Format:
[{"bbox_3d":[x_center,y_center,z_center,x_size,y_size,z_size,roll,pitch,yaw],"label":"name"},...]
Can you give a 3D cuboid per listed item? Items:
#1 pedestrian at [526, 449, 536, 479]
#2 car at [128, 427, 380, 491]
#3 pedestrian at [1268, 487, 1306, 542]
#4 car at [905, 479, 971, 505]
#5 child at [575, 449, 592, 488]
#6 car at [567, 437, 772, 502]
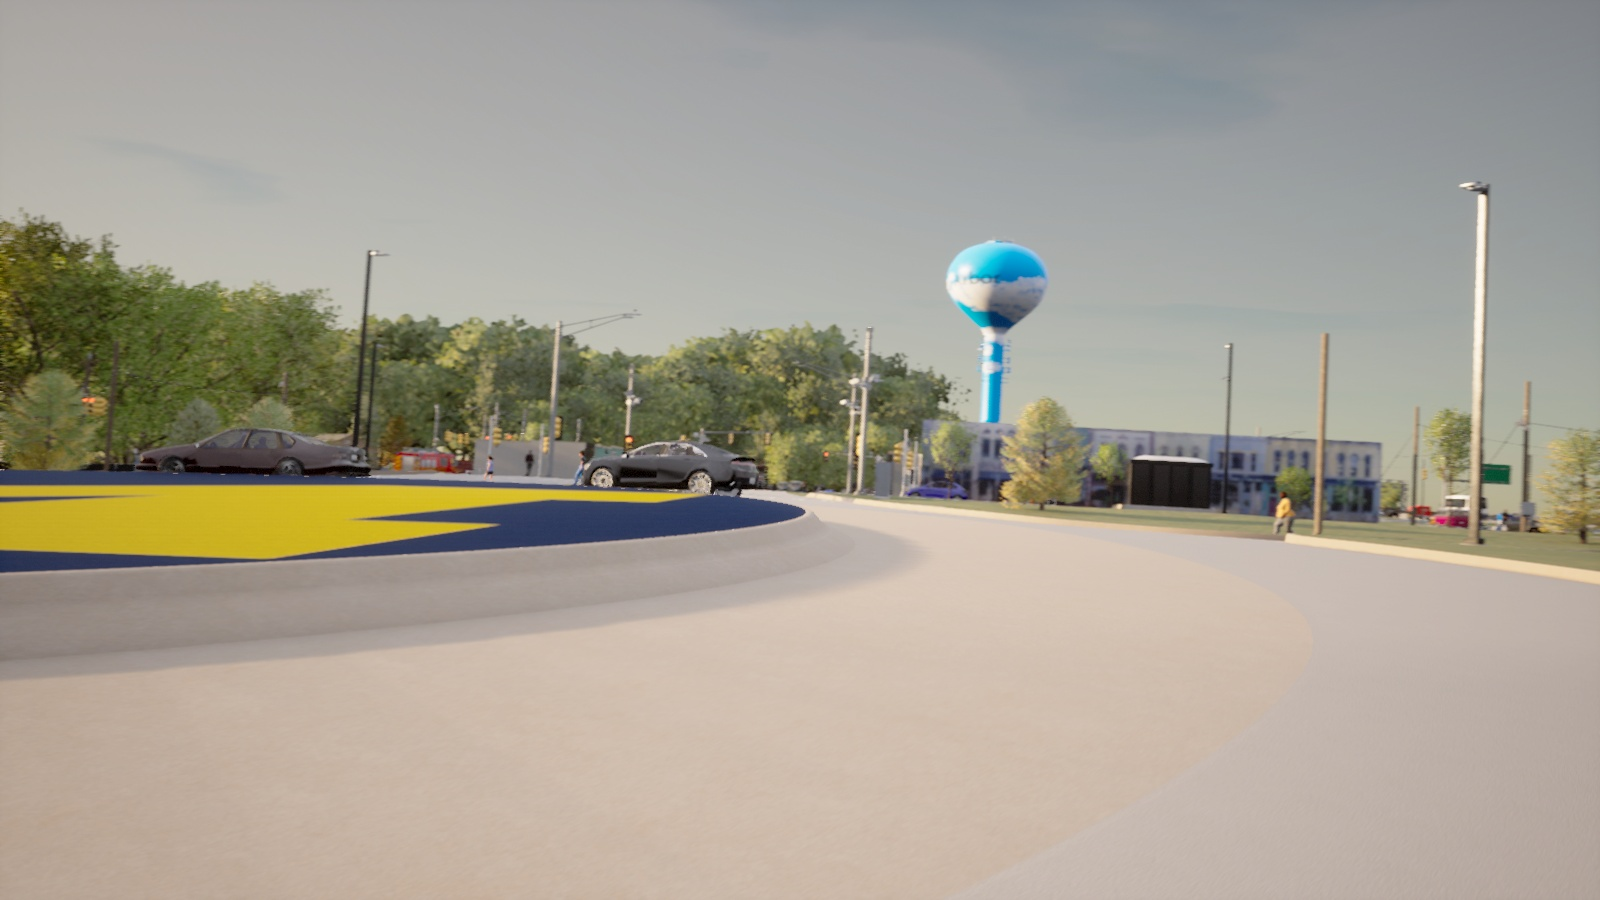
[{"bbox_3d":[-16.945,0.900,79.193,0.376,1.854,0.720,3,-3,-3],"label":"pedestrian"},{"bbox_3d":[-13.441,0.249,31.090,5.357,1.411,2.033,1,-3,5],"label":"car"},{"bbox_3d":[17.083,2.263,44.042,0.900,1.855,0.874,3,-3,-1],"label":"pedestrian"},{"bbox_3d":[9.114,2.787,83.012,4.193,1.474,1.816,3,-3,5],"label":"car"},{"bbox_3d":[-7.265,0.619,42.155,0.437,1.263,0.270,2,-3,19],"label":"child"},{"bbox_3d":[-3.447,0.518,33.213,4.902,1.511,2.128,1,-3,23],"label":"car"}]
